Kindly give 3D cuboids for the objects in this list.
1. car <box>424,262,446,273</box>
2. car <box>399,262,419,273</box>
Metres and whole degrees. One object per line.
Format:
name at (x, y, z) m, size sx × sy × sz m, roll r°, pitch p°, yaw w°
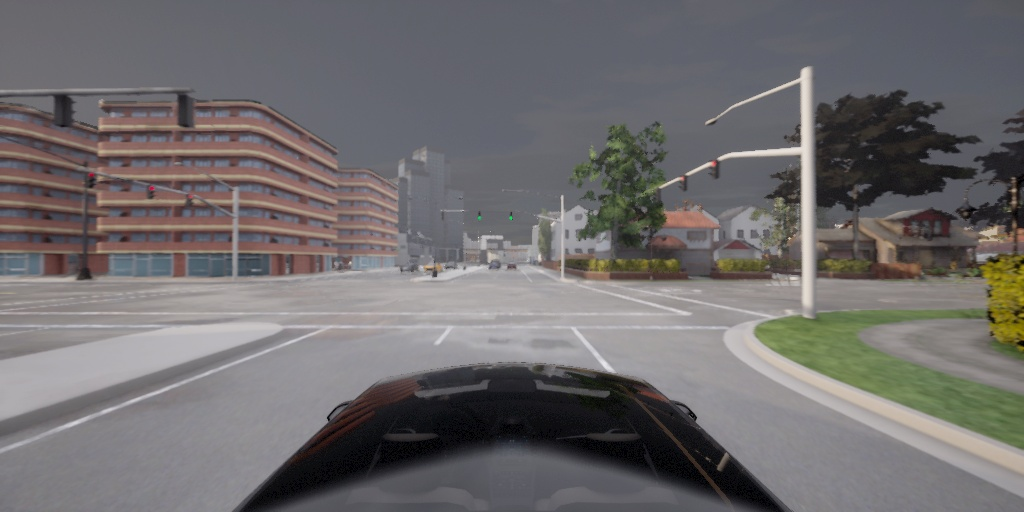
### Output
car at (-11.586, 1.685, 52.855) m, size 1.882 × 1.535 × 5.008 m, roll 0°, pitch 0°, yaw 0°
car at (-15.084, 1.698, 52.866) m, size 2.128 × 1.511 × 4.902 m, roll 0°, pitch 0°, yaw 1°
